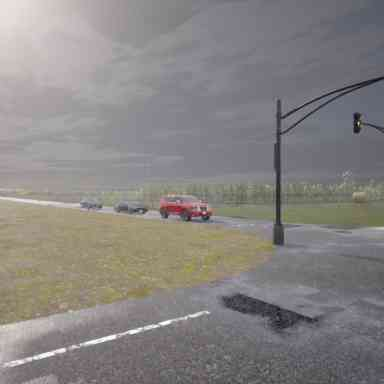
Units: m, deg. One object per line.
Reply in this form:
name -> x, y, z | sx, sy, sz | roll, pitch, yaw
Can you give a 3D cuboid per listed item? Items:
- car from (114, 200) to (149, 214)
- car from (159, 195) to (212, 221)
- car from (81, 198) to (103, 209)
car -> -6.706, 1.604, 36.057 | 2.033, 1.411, 5.357 | 0, 0, -36
car -> -0.670, 1.256, 27.755 | 2.150, 2.045, 5.566 | 0, 0, -36
car -> -13.913, 1.584, 46.001 | 1.837, 1.490, 4.892 | 0, 0, -36
